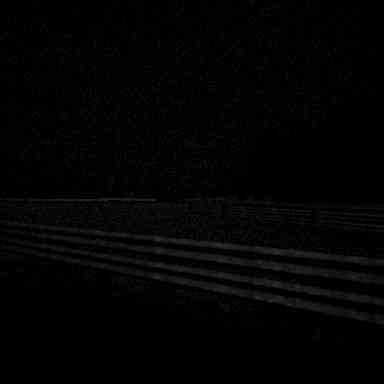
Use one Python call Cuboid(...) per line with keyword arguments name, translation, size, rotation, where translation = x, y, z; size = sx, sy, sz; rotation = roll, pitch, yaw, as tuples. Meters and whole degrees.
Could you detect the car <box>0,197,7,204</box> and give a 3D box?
Cuboid(name="car", translation=(-46.343, 1.977, 79.414), size=(4.856, 1.649, 2.033), rotation=(0, 0, 0))
